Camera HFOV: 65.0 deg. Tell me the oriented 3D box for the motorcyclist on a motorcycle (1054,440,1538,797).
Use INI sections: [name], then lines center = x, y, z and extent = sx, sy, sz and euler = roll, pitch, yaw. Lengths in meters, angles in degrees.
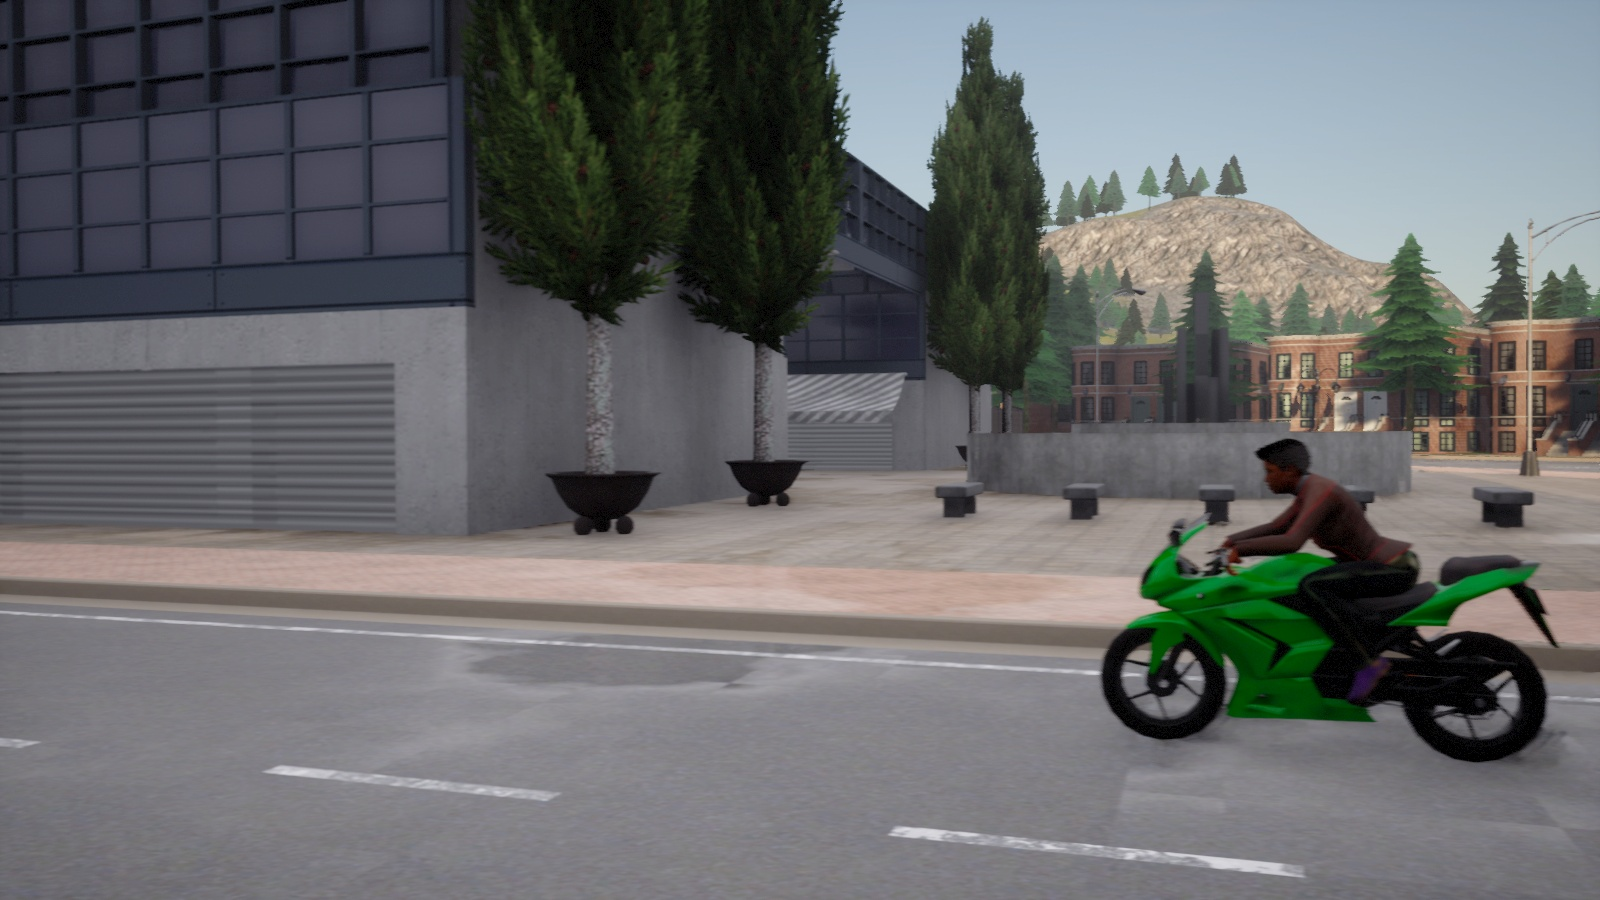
[motorcyclist on a motorcycle]
center = 2.325, 0.720, 6.103
extent = 2.044, 1.523, 0.797
euler = 0, 1, 19
